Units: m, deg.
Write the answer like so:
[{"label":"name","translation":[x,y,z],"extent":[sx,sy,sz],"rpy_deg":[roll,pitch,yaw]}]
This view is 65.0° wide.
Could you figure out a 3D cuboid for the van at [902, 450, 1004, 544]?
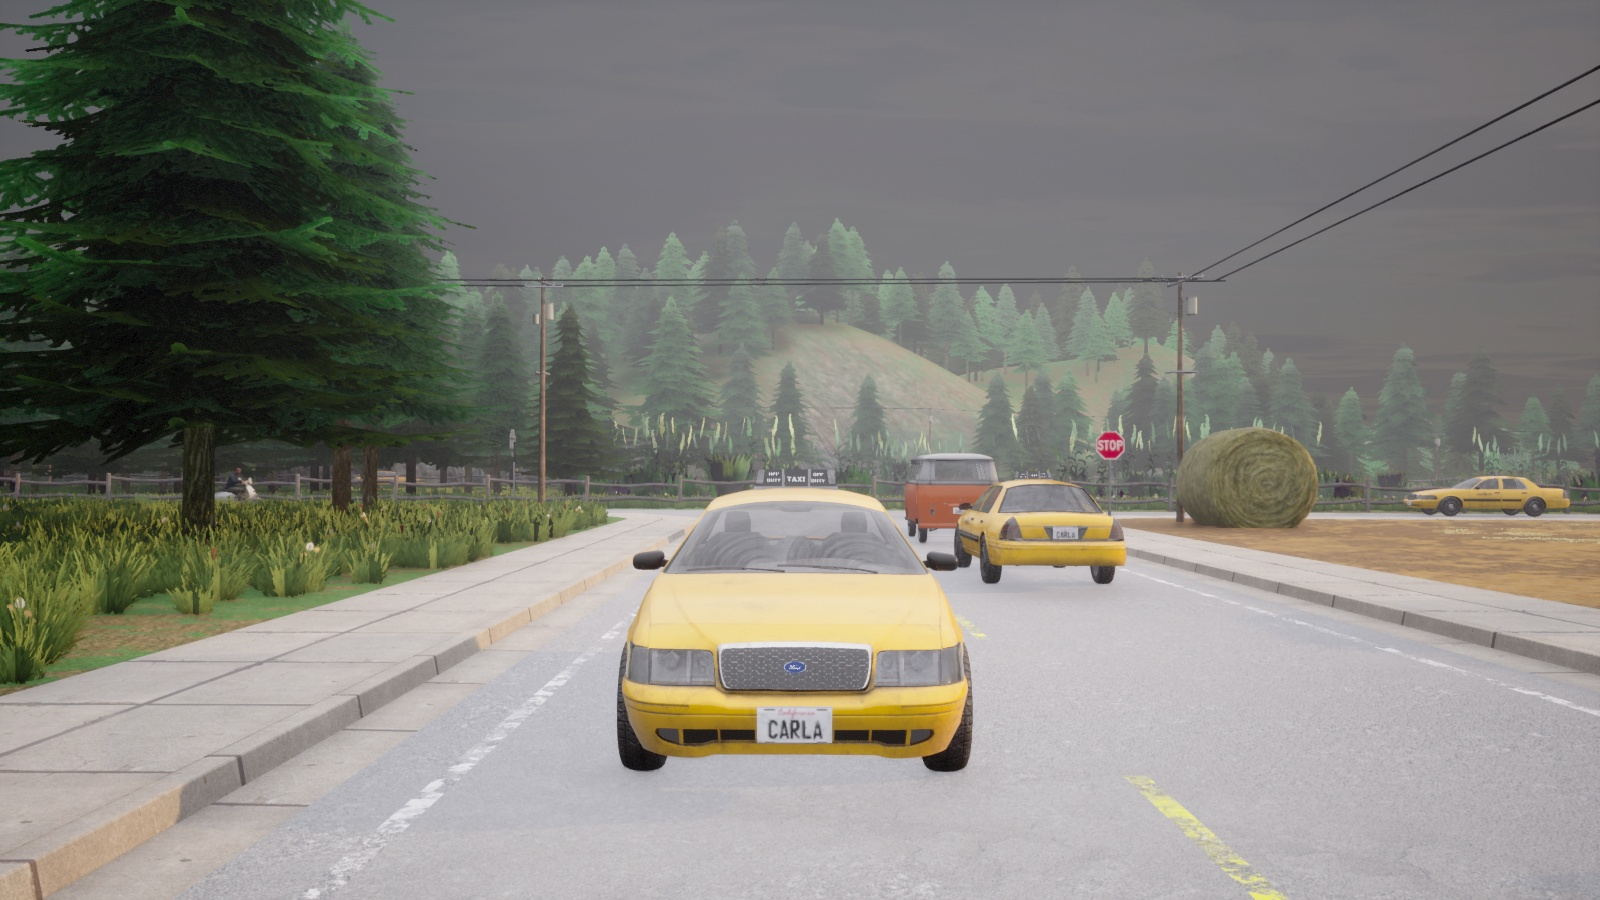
[{"label":"van","translation":[3.424,1.038,28.899],"extent":[1.775,1.987,4.442],"rpy_deg":[0,-1,0]}]

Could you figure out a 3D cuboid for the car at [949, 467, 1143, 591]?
[{"label":"car","translation":[3.451,1.053,18.681],"extent":[1.801,1.575,5.366],"rpy_deg":[0,-1,0]}]

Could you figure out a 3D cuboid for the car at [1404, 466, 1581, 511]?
[{"label":"car","translation":[24.997,1.380,45.474],"extent":[5.366,1.575,1.801],"rpy_deg":[0,-1,3]}]

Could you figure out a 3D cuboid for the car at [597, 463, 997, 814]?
[{"label":"car","translation":[-0.022,0.894,8.352],"extent":[1.801,1.575,5.366],"rpy_deg":[0,-1,0]}]

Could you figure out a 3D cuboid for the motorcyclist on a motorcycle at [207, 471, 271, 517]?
[{"label":"motorcyclist on a motorcycle","translation":[-19.645,1.549,43.997],"extent":[1.817,1.590,0.866],"rpy_deg":[0,-1,2]}]
